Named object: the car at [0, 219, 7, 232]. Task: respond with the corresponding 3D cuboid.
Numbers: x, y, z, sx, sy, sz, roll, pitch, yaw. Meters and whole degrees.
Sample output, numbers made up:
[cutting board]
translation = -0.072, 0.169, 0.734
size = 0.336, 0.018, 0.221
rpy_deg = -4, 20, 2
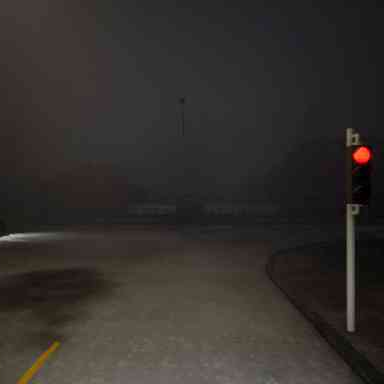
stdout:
[car]
translation = -11.693, 1.563, 16.734
size = 4.181, 1.385, 1.994
rpy_deg = 0, 0, 1
